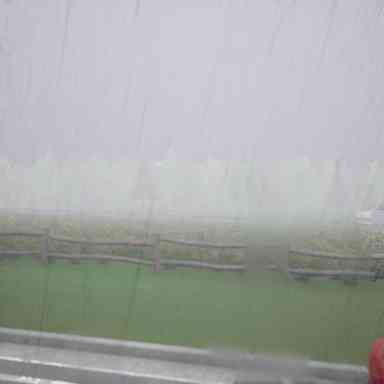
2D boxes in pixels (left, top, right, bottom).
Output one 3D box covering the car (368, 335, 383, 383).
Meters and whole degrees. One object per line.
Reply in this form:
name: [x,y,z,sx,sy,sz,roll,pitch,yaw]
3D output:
car: [4.514,1.542,2.512,5.566,2.045,2.150,2,-3,9]
